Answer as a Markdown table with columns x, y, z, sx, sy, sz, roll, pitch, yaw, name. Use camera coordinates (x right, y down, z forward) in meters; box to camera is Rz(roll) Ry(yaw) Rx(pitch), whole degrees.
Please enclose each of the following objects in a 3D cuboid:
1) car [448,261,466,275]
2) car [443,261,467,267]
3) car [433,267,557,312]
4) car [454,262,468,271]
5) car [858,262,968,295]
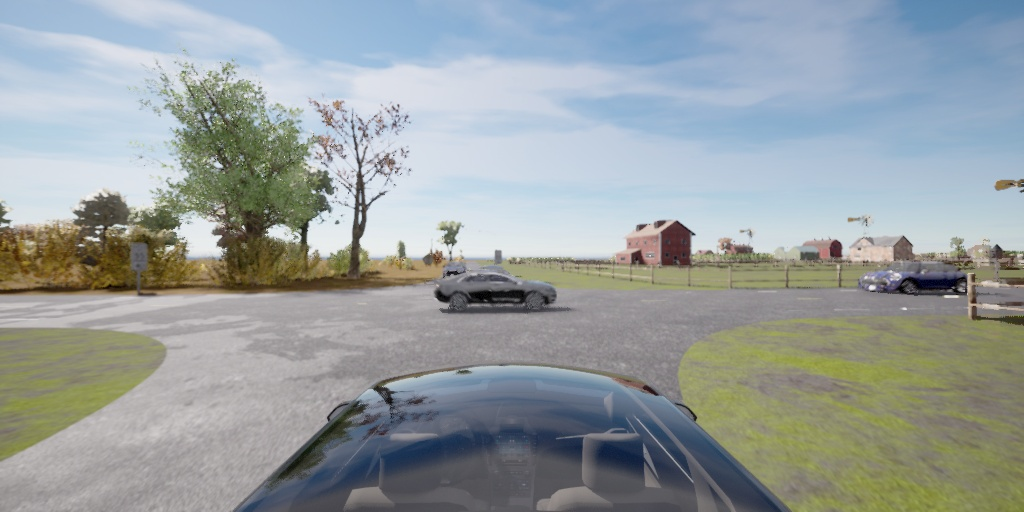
| x | y | z | sx | sy | sz | roll | pitch | yaw | name |
| --- | --- | --- | --- | --- | --- | --- | --- | --- | --- |
| -7.191 | 1.489 | 47.169 | 2.097 | 1.767 | 4.553 | 0 | -1 | -6 | car |
| -6.083 | 1.402 | 37.337 | 2.097 | 1.767 | 4.553 | 0 | -1 | -7 | car |
| -0.672 | 1.339 | 14.455 | 4.902 | 1.511 | 2.128 | 0 | 0 | -3 | car |
| -8.827 | 1.764 | 62.263 | 2.128 | 1.511 | 4.902 | 0 | -1 | -6 | car |
| 21.659 | 1.107 | 19.455 | 4.553 | 1.767 | 2.097 | 0 | 0 | -4 | car |
